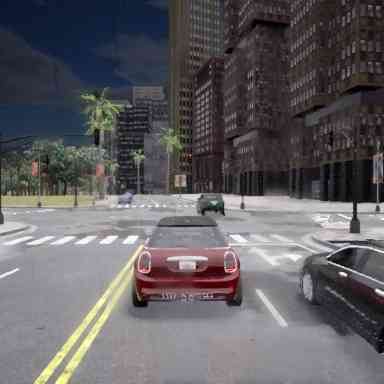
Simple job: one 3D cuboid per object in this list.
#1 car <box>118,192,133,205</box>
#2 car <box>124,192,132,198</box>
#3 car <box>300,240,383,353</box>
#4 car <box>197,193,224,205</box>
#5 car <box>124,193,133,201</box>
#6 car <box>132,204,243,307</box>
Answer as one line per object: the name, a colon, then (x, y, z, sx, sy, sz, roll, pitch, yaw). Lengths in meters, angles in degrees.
car: (-10.490, 1.203, 51.952, 1.812, 1.442, 4.674, 0, 1, -8)
car: (-16.031, 0.799, 83.073, 1.994, 1.385, 4.181, 0, 1, -13)
car: (3.239, 1.503, 5.168, 1.837, 1.490, 4.892, 0, 0, -1)
car: (1.762, 1.139, 32.482, 2.150, 2.045, 5.566, 0, 1, -5)
car: (-12.912, 0.954, 67.713, 1.882, 1.535, 5.008, 0, 1, -10)
car: (-0.131, 1.351, 8.146, 2.097, 1.767, 4.553, 0, 0, -1)
